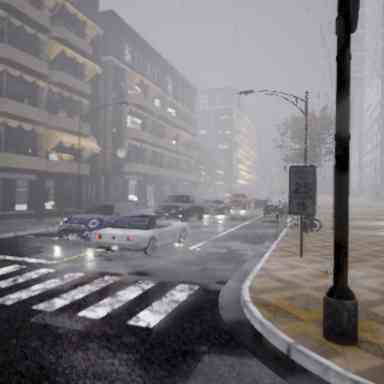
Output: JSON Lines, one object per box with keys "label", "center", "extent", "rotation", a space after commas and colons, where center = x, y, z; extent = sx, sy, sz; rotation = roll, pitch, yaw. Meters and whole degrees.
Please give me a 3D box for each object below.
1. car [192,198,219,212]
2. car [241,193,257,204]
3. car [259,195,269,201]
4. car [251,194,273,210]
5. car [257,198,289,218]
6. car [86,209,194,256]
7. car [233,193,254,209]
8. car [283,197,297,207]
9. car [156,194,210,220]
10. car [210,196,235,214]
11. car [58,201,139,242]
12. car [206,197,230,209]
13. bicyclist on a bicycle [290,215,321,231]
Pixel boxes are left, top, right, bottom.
{"label": "car", "center": [1.631, 1.473, 38.836], "extent": [1.947, 1.339, 4.313], "rotation": [2, 1, 20]}
{"label": "car", "center": [11.112, 1.253, 65.021], "extent": [2.192, 1.841, 5.009], "rotation": [2, 1, 20]}
{"label": "car", "center": [18.684, 1.510, 85.972], "extent": [1.887, 1.381, 4.507], "rotation": [2, 1, 20]}
{"label": "car", "center": [9.347, 1.468, 43.322], "extent": [1.882, 1.535, 5.008], "rotation": [1, 0, 20]}
{"label": "car", "center": [7.616, 1.564, 30.746], "extent": [2.008, 1.369, 4.403], "rotation": [2, 1, 20]}
{"label": "car", "center": [-1.747, 1.558, 13.092], "extent": [1.895, 1.301, 4.718], "rotation": [1, 0, 21]}
{"label": "car", "center": [6.407, 1.167, 44.275], "extent": [2.150, 2.045, 5.566], "rotation": [1, 1, 21]}
{"label": "car", "center": [15.254, 1.562, 51.857], "extent": [1.752, 1.417, 4.829], "rotation": [2, 1, 20]}
{"label": "car", "center": [-0.748, 1.150, 24.650], "extent": [2.150, 2.045, 5.566], "rotation": [1, 0, 20]}
{"label": "car", "center": [2.710, 1.463, 34.208], "extent": [1.812, 1.442, 4.674], "rotation": [1, 0, 20]}
{"label": "car", "center": [-4.033, 1.272, 15.569], "extent": [2.097, 1.767, 4.553], "rotation": [1, 0, 22]}
{"label": "car", "center": [3.526, 1.463, 44.073], "extent": [2.008, 1.369, 4.403], "rotation": [2, 1, 20]}
{"label": "bicyclist on a bicycle", "center": [6.208, 1.342, 18.215], "extent": [1.656, 1.620, 0.582], "rotation": [1, 0, 20]}
